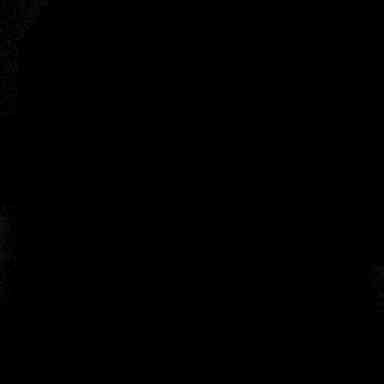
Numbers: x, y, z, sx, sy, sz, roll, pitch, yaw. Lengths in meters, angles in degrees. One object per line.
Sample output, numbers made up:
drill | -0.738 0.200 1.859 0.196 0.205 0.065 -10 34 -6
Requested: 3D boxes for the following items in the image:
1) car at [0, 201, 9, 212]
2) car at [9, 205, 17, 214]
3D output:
car | -19.368 1.181 29.152 2.192 1.841 5.009 0 -1 36
car | -16.225 1.525 33.541 1.802 1.307 4.206 0 -1 36
